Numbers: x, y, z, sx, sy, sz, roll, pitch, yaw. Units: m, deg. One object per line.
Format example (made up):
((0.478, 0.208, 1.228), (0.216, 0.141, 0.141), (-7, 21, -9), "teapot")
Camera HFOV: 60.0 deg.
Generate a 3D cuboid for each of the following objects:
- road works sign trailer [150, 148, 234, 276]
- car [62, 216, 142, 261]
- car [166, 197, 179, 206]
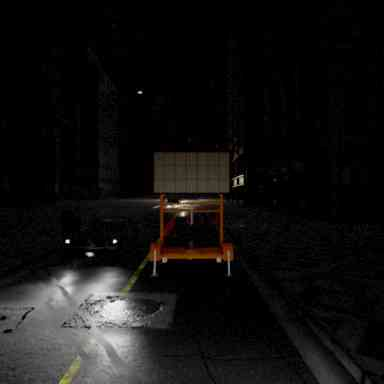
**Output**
((-0.009, 0.464, 10.307), (2.380, 3.560, 2.880), (0, 0, 0), "road works sign trailer")
((-3.113, 1.600, 12.390), (1.895, 1.301, 4.718), (0, 0, 0), "car")
((-3.144, 1.558, 54.924), (1.994, 1.385, 4.181), (0, 0, 0), "car")
